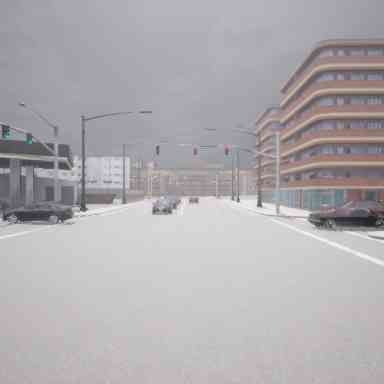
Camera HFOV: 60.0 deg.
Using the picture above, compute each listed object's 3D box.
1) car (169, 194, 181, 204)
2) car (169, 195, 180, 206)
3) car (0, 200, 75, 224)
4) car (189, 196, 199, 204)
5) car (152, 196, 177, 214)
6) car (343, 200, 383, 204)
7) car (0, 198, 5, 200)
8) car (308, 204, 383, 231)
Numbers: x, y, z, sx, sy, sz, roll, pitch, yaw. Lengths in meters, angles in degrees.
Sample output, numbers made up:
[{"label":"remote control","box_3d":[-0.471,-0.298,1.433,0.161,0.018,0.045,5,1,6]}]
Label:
[{"label":"car","box_3d":[-3.208,1.352,65.120,2.097,1.767,4.553,0,0,0]},{"label":"car","box_3d":[-3.133,1.352,44.948,2.097,1.767,4.553,0,0,0]},{"label":"car","box_3d":[-10.968,1.505,23.937,4.892,1.490,1.837,0,0,1]},{"label":"car","box_3d":[0.345,1.491,63.731,2.128,1.511,4.902,0,0,0]},{"label":"car","box_3d":[-3.076,1.491,35.230,2.128,1.511,4.902,0,0,0]},{"label":"car","box_3d":[11.620,1.351,23.806,4.553,1.767,2.097,0,0,3]},{"label":"car","box_3d":[-23.943,1.456,39.422,3.806,1.475,1.970,0,0,1]},{"label":"car","box_3d":[9.603,1.601,20.230,4.718,1.301,1.895,0,0,1]}]
